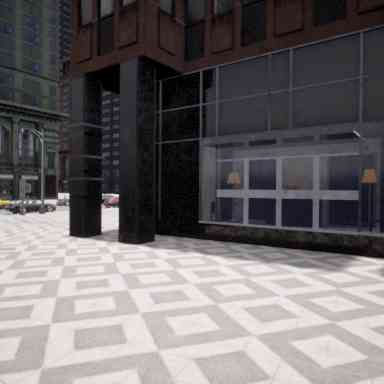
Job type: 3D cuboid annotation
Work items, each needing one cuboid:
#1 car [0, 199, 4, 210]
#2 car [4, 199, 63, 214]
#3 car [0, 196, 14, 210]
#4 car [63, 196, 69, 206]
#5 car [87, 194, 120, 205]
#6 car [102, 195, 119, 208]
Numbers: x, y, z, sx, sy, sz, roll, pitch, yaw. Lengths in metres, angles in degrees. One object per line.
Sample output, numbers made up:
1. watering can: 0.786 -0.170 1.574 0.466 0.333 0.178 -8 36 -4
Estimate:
1. car: -18.093 1.414 26.825 1.947 1.339 4.313 2 2 36
2. car: -14.961 1.337 31.198 2.008 1.369 4.403 2 2 36
3. car: -22.093 1.227 35.880 1.752 1.417 4.829 2 2 36
4. car: -15.935 1.126 44.478 2.008 1.369 4.403 2 2 36
5. car: -12.906 1.077 48.707 1.947 1.339 4.313 2 2 36
6. car: -8.699 1.239 39.942 1.802 1.307 4.206 2 2 36
